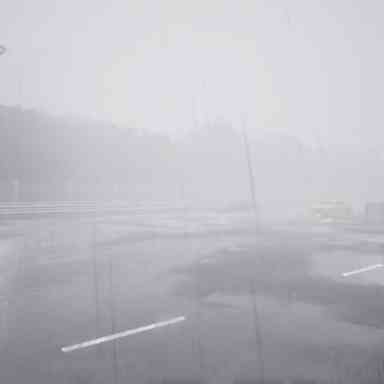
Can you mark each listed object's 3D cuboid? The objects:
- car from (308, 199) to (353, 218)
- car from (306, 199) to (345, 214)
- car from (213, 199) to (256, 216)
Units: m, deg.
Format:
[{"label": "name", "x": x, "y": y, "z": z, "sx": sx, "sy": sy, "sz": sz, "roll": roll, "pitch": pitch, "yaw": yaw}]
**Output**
[{"label": "car", "x": 12.764, "y": 1.452, "z": 30.569, "sx": 5.008, "sy": 1.535, "sz": 1.882, "roll": 0, "pitch": 0, "yaw": -36}, {"label": "car", "x": 14.503, "y": 1.534, "z": 36.164, "sx": 4.181, "sy": 1.385, "sz": 1.994, "roll": 0, "pitch": 0, "yaw": -36}, {"label": "car", "x": 4.243, "y": 1.486, "z": 33.032, "sx": 4.892, "sy": 1.490, "sz": 1.837, "roll": 0, "pitch": 0, "yaw": -36}]
